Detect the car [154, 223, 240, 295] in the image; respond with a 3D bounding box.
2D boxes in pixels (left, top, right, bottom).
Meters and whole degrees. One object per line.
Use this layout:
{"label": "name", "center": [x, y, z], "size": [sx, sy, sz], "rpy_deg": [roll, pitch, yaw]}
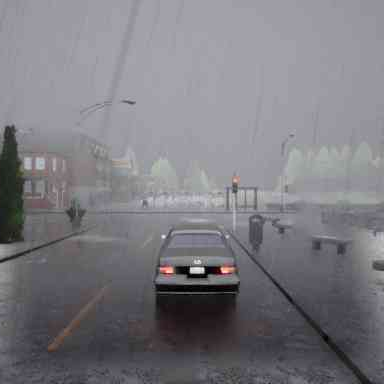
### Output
{"label": "car", "center": [0.099, 1.547, 8.879], "size": [2.033, 1.411, 5.357], "rpy_deg": [0, 0, 0]}
